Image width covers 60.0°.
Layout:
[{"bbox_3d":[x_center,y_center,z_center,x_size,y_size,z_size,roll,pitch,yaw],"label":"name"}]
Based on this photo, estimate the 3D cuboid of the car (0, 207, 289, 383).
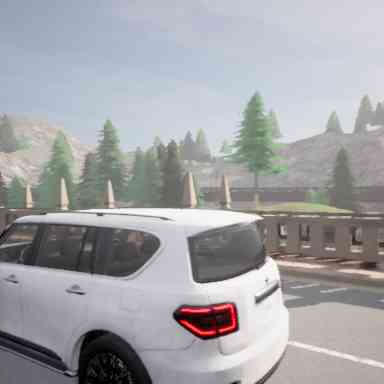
[{"bbox_3d":[-1.492,1.250,4.781,5.566,2.045,2.150,-1,0,32],"label":"car"}]
